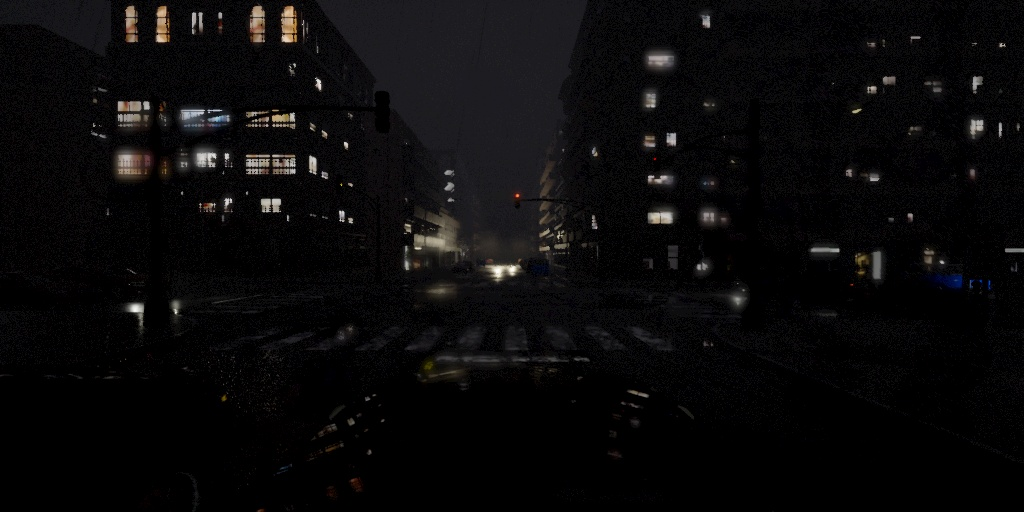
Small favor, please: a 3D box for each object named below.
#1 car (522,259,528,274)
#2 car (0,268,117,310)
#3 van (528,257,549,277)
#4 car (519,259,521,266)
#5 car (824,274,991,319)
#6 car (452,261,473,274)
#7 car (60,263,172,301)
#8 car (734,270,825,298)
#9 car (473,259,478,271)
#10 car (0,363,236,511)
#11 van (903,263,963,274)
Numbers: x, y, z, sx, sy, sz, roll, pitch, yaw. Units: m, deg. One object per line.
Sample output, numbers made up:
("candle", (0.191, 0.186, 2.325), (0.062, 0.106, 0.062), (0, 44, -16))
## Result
("car", (2.657, 1.091, 41.478), (2.192, 1.841, 5.009), (0, 0, 0))
("car", (-17.763, 1.214, 13.228), (4.207, 1.307, 1.802), (0, 0, 0))
("van", (2.756, 1.109, 35.981), (1.690, 1.789, 3.998), (0, 0, 0))
("car", (2.585, 1.252, 58.039), (1.967, 1.591, 4.097), (0, 0, 0))
("car", (14.690, 1.498, 13.228), (4.507, 1.381, 1.888), (0, 0, 0))
("car", (-5.910, 1.358, 41.512), (1.802, 1.307, 4.207), (0, 0, 0))
("car", (-18.015, 1.086, 15.809), (5.008, 1.535, 1.882), (1, 0, 0))
("car", (14.946, 1.453, 19.020), (5.357, 1.411, 2.033), (1, 0, 0))
("car", (-5.920, 1.352, 47.034), (1.948, 1.339, 4.313), (0, 0, 0))
("car", (-3.093, 1.275, 0.973), (1.812, 1.442, 4.674), (0, 0, 0))
("van", (26.060, 1.343, 21.597), (3.998, 1.789, 1.690), (0, 0, 0))
